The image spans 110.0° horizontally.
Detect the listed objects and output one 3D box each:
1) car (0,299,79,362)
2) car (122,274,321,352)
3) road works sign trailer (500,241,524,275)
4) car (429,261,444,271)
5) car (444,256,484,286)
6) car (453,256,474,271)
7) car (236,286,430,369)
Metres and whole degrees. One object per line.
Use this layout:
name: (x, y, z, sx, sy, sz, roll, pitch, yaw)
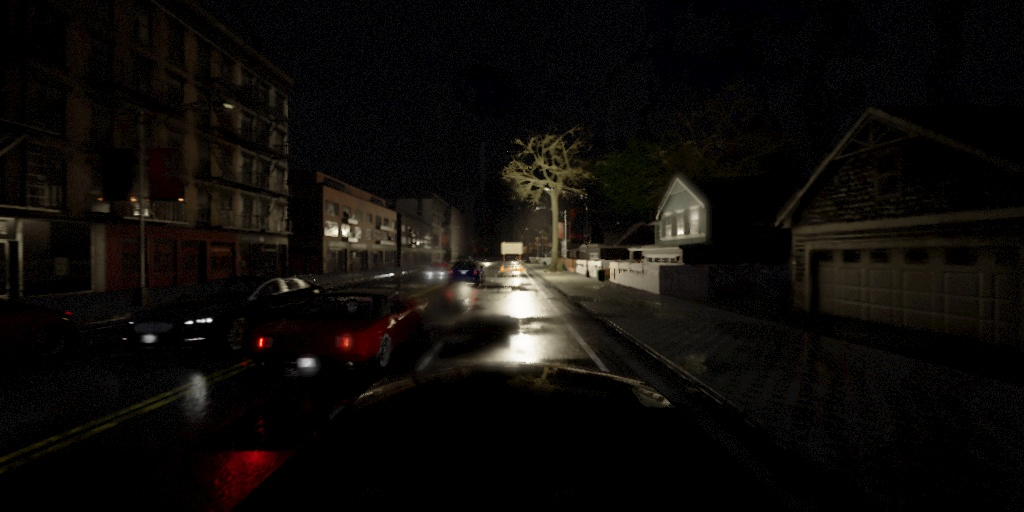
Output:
car: (-9.849, 1.314, 5.524, 1.994, 1.385, 4.181, 0, 0, 0)
car: (-6.599, 1.242, 8.969, 2.128, 1.511, 4.902, 0, 0, 0)
road works sign trailer: (0.003, 0.217, 39.026, 2.380, 3.560, 2.880, 0, 0, 0)
car: (-9.819, 1.355, 48.268, 1.895, 1.301, 4.718, 0, 0, 0)
car: (-3.148, 1.103, 25.386, 2.097, 1.767, 4.553, 0, 0, 0)
car: (-6.575, 0.976, 49.152, 2.150, 2.045, 5.566, 0, 0, 0)
car: (-3.149, 1.351, 7.732, 1.895, 1.301, 4.718, 0, 0, 0)
